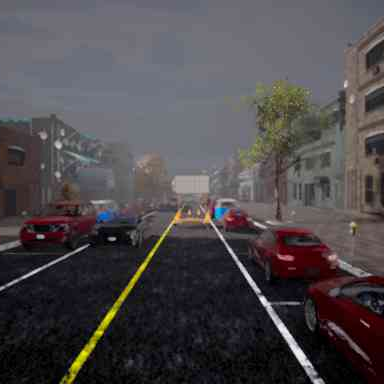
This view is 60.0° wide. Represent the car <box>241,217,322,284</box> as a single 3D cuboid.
[{"bbox_3d":[2.693,1.620,9.461,1.802,1.307,4.206,-1,0,0],"label":"car"}]

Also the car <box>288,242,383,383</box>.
[{"bbox_3d":[2.690,1.598,3.913,1.802,1.307,4.206,-1,0,0],"label":"car"}]

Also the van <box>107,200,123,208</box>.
[{"bbox_3d":[-5.686,1.422,20.560,1.690,1.788,3.998,-1,0,0],"label":"van"}]

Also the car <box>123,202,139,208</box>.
[{"bbox_3d":[-5.682,1.542,26.108,1.967,1.590,4.097,-1,0,0],"label":"car"}]

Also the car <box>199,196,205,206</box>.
[{"bbox_3d":[2.713,1.796,59.396,1.947,1.339,4.313,-1,0,0],"label":"car"}]

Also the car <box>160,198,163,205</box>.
[{"bbox_3d":[-5.672,1.732,48.301,1.887,1.381,4.507,-1,0,0],"label":"car"}]

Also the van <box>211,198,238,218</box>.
[{"bbox_3d":[2.697,1.443,26.107,1.690,1.788,3.998,-1,0,0],"label":"van"}]

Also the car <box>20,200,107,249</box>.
[{"bbox_3d":[-5.688,1.374,15.012,2.192,1.841,5.009,-1,0,0],"label":"car"}]

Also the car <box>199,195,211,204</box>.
[{"bbox_3d":[2.715,1.587,70.494,2.192,1.841,5.009,-1,0,0],"label":"car"}]

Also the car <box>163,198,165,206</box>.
[{"bbox_3d":[-5.667,1.811,59.397,1.802,1.307,4.206,-1,0,0],"label":"car"}]

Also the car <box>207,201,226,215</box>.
[{"bbox_3d":[2.704,1.727,37.203,1.802,1.307,4.206,-1,0,0],"label":"car"}]

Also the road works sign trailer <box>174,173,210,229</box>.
[{"bbox_3d":[0.021,0.552,22.392,2.380,3.560,2.880,0,0,0],"label":"road works sign trailer"}]

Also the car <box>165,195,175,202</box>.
[{"bbox_3d":[-5.658,1.649,87.140,2.192,1.841,5.009,-1,0,0],"label":"car"}]

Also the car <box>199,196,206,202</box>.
[{"bbox_3d":[2.725,1.861,87.308,1.752,1.417,4.829,-1,0,0],"label":"car"}]

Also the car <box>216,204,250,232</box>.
[{"bbox_3d":[2.697,1.663,20.558,1.802,1.307,4.206,-1,0,0],"label":"car"}]

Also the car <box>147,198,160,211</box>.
[{"bbox_3d":[-5.676,1.606,42.753,1.967,1.590,4.097,-1,0,0],"label":"car"}]

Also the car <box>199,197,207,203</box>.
[{"bbox_3d":[2.722,1.896,81.589,1.802,1.307,4.206,-1,0,0],"label":"car"}]

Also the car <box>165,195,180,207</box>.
[{"bbox_3d":[-3.032,1.743,56.220,1.812,1.442,4.674,0,0,1],"label":"car"}]

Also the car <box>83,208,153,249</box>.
[{"bbox_3d":[-3.091,1.622,14.833,1.994,1.385,4.181,0,0,0],"label":"car"}]

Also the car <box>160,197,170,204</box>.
[{"bbox_3d":[-5.663,1.854,70.494,1.802,1.307,4.206,-1,0,0],"label":"car"}]

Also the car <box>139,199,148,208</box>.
[{"bbox_3d":[-5.679,1.668,31.656,1.887,1.381,4.507,-1,0,0],"label":"car"}]

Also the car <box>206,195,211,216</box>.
[{"bbox_3d":[2.700,1.439,31.656,2.192,1.841,5.009,-1,0,0],"label":"car"}]

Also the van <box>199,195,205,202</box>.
[{"bbox_3d":[2.724,1.696,92.687,1.690,1.788,3.998,-1,0,0],"label":"van"}]
